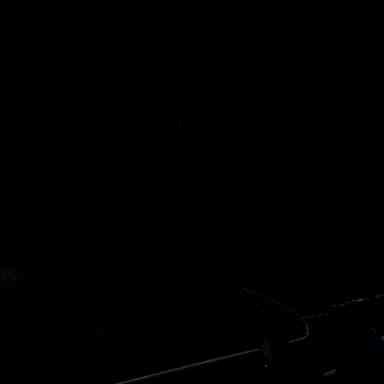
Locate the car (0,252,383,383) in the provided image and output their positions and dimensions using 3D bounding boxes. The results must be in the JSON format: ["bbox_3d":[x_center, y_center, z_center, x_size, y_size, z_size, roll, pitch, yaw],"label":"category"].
[{"bbox_3d":[-0.281,1.351,2.899,4.553,1.767,2.097,0,0,-27],"label":"car"}]
